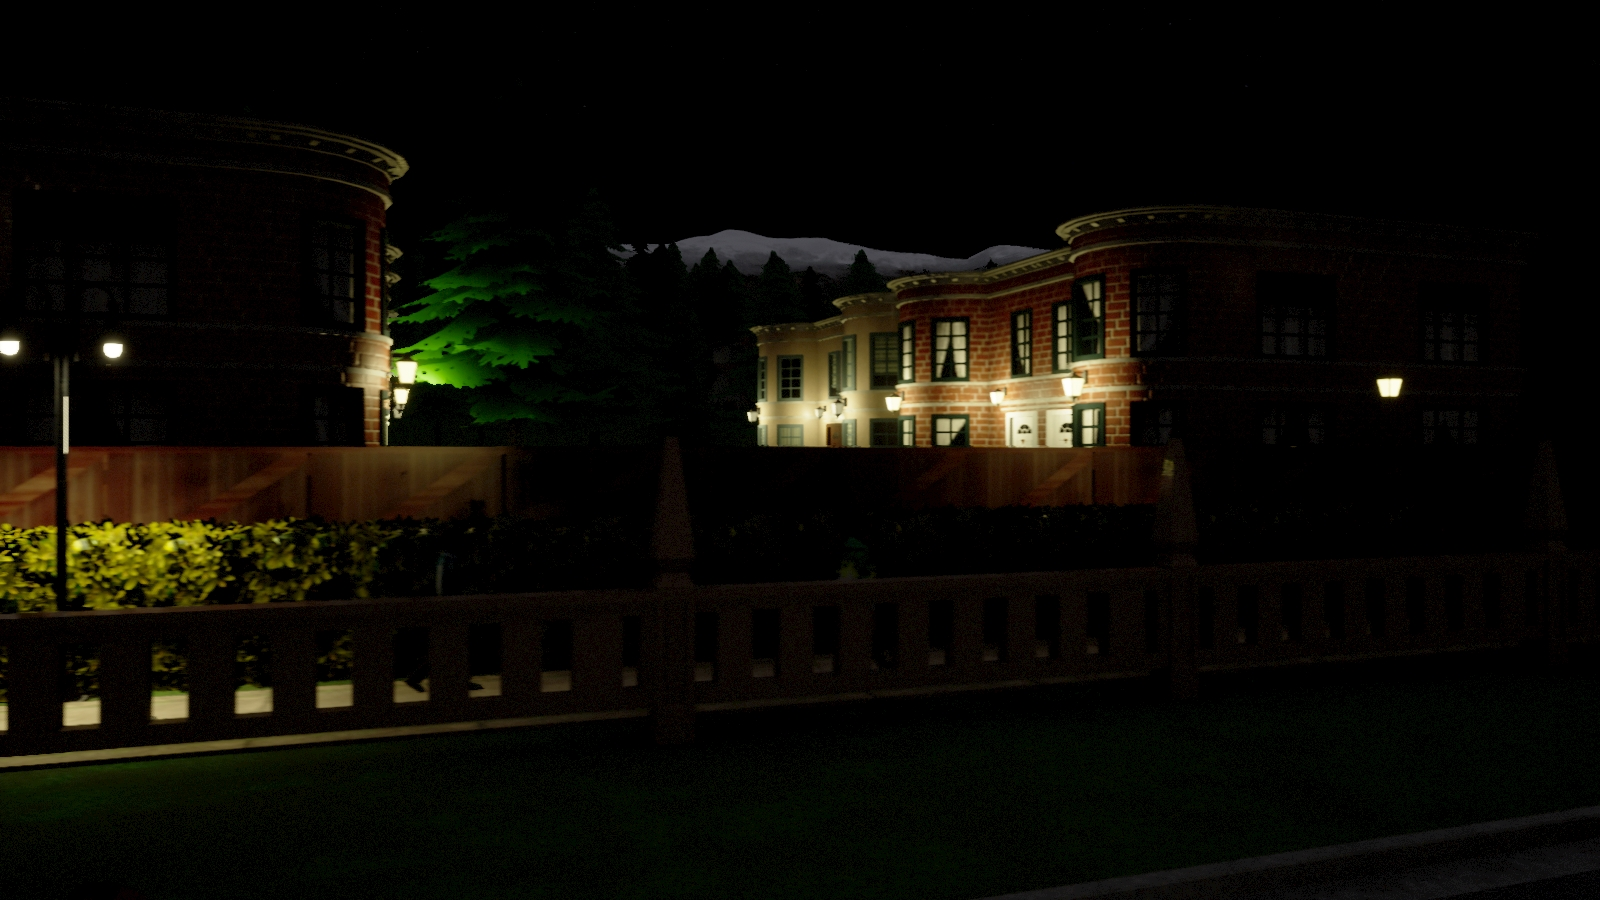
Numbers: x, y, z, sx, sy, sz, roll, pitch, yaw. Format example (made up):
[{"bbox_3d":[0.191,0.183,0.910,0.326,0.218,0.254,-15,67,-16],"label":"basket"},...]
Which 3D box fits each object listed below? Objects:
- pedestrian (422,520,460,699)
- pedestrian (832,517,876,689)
[{"bbox_3d":[-3.865,1.695,12.294,0.375,1.860,0.375,0,0,-19],"label":"pedestrian"},{"bbox_3d":[0.600,1.698,12.802,0.375,1.860,0.375,0,0,-22],"label":"pedestrian"}]
